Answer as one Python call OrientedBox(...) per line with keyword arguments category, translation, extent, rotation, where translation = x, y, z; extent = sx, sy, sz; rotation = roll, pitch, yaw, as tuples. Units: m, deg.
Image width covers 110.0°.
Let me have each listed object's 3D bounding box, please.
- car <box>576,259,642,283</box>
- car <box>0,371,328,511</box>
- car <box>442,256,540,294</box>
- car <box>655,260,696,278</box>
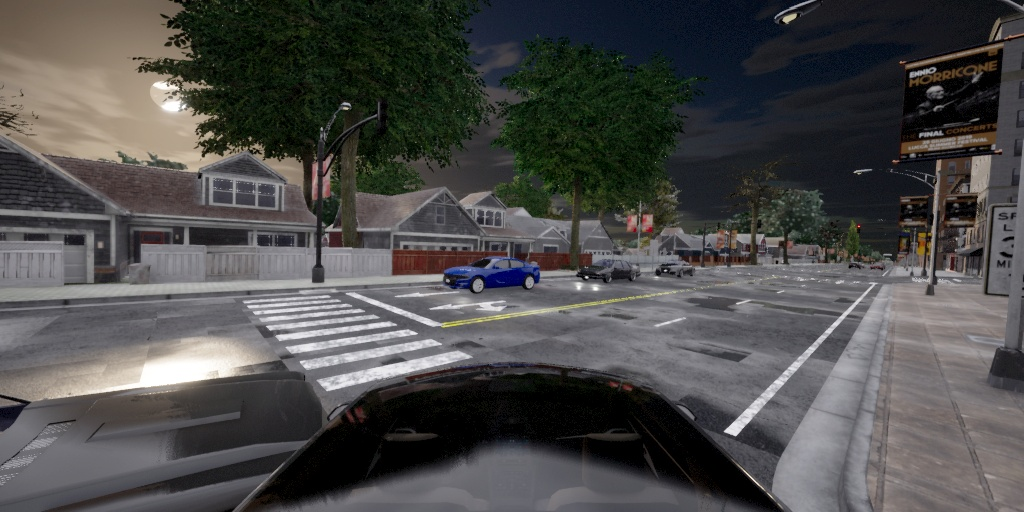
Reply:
OrientedBox(category="car", translation=(6.466, 0.917, 23.417), extent=(5.357, 1.411, 2.033), rotation=(1, 2, -43))
OrientedBox(category="car", translation=(-3.321, 1.275, 1.497), extent=(4.718, 1.301, 1.895), rotation=(1, 2, -33))
OrientedBox(category="car", translation=(-0.831, 0.775, 16.637), extent=(5.008, 1.535, 1.882), rotation=(1, 3, -43))
OrientedBox(category="car", translation=(13.796, 1.009, 30.199), extent=(4.181, 1.385, 1.994), rotation=(1, 2, -43))
